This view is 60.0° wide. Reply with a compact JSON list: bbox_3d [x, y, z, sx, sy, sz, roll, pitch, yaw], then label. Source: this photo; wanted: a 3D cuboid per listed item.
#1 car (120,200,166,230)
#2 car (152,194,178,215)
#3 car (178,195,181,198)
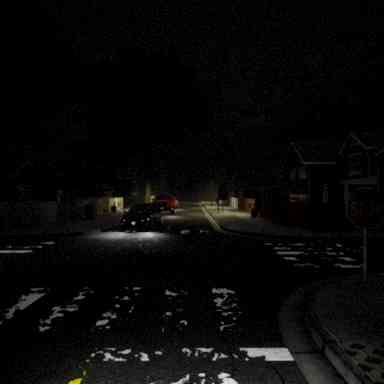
[{"bbox_3d":[-3.086,1.508,21.020,1.837,1.490,4.892,0,0,5],"label":"car"},{"bbox_3d":[-2.908,1.234,34.859,2.150,2.045,5.566,0,0,-1],"label":"car"},{"bbox_3d":[-2.919,1.496,46.233,1.882,1.535,5.008,0,0,0],"label":"car"}]
